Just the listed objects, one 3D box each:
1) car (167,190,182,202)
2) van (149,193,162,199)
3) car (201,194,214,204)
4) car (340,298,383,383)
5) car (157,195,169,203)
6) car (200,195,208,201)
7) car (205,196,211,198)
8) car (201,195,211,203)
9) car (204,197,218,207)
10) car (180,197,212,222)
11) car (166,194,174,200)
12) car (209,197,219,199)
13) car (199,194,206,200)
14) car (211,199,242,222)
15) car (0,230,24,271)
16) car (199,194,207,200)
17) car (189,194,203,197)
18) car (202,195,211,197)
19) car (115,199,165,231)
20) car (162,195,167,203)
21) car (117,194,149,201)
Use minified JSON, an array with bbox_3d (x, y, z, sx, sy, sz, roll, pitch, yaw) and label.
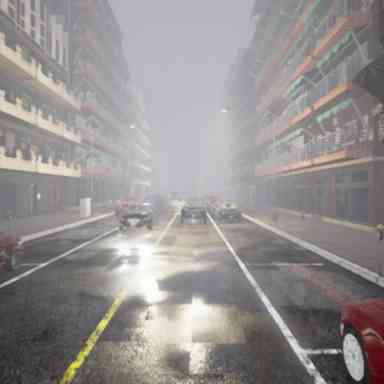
[{"bbox_3d":[-2.980,0.644,60.416,2.150,2.045,5.566,0,0,0],"label":"car"},{"bbox_3d":[-5.675,1.169,47.728,1.690,1.788,3.998,0,0,0],"label":"van"},{"bbox_3d":[2.708,1.246,59.024,1.967,1.590,4.097,0,0,0],"label":"car"},{"bbox_3d":[2.692,1.536,2.407,1.887,1.381,4.507,0,0,0],"label":"car"},{"bbox_3d":[-5.670,1.342,64.713,1.887,1.381,4.507,0,0,0],"label":"car"},{"bbox_3d":[2.714,1.326,76.012,1.887,1.381,4.507,0,0,0],"label":"car"},{"bbox_3d":[2.702,1.410,36.382,1.887,1.381,4.507,0,0,0],"label":"car"},{"bbox_3d":[2.710,1.323,64.857,1.752,1.417,4.829,0,0,0],"label":"car"},{"bbox_3d":[2.705,1.411,47.705,1.802,1.307,4.206,0,0,0],"label":"car"},{"bbox_3d":[0.108,1.400,24.921,2.128,1.511,4.902,0,0,0],"label":"car"},{"bbox_3d":[-5.664,1.292,87.191,1.752,1.417,4.829,0,0,0],"label":"car"},{"bbox_3d":[2.701,1.437,30.719,2.008,1.369,4.403,0,0,0],"label":"car"},{"bbox_3d":[2.716,1.293,87.506,1.752,1.417,4.829,0,0,0],"label":"car"},{"bbox_3d":[2.699,1.458,25.057,2.008,1.369,4.403,0,0,0],"label":"car"},{"bbox_3d":[-5.687,1.551,8.092,1.802,1.307,4.206,0,0,0],"label":"car"},{"bbox_3d":[2.715,1.318,81.677,1.887,1.381,4.507,0,0,0],"label":"car"},{"bbox_3d":[0.115,1.325,46.065,2.128,1.511,4.902,0,0,0],"label":"car"},{"bbox_3d":[2.704,1.287,42.041,1.967,1.590,4.097,0,0,0],"label":"car"},{"bbox_3d":[-3.093,1.417,20.030,2.128,1.511,4.902,0,0,0],"label":"car"},{"bbox_3d":[-5.674,1.131,53.388,2.192,1.841,5.009,0,0,0],"label":"car"},{"bbox_3d":[-5.680,1.201,30.742,2.192,1.841,5.009,0,0,0],"label":"car"}]
